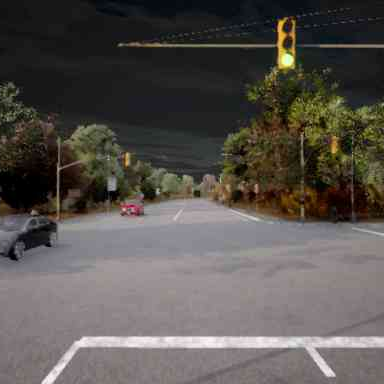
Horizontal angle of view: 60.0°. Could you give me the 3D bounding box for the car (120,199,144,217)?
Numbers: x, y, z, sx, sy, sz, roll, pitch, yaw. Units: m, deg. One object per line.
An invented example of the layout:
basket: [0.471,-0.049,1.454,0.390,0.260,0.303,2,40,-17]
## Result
car: [-7.004,1.879,39.423,2.150,2.045,5.566,0,1,0]

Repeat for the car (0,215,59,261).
car: [-7.000,1.694,13.290,2.128,1.511,4.902,0,-1,0]
